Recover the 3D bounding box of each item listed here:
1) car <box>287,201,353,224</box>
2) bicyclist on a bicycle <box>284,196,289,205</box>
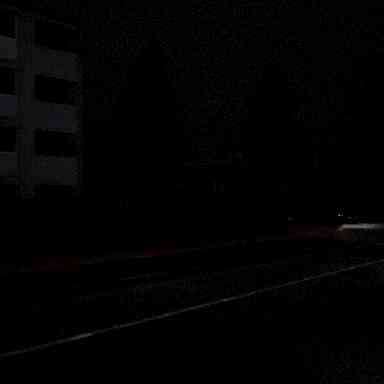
[{"bbox_3d":[9.496,1.478,24.998,1.837,1.490,4.892,0,1,-36],"label":"car"},{"bbox_3d":[10.826,1.279,38.481,1.656,1.620,0.582,0,0,-36],"label":"bicyclist on a bicycle"}]
